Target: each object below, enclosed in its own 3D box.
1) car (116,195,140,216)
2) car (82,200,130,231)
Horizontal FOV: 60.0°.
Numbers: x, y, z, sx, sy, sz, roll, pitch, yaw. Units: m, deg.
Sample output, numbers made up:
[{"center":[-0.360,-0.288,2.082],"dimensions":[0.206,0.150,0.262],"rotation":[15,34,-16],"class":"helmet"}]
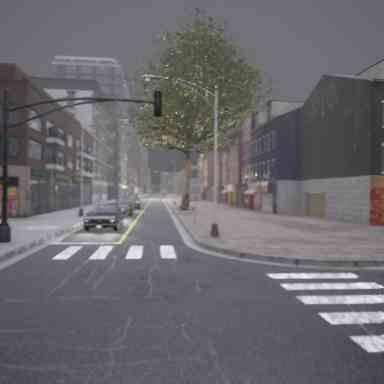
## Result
[{"center":[-6.160,1.332,29.797],"dimensions":[2.128,1.511,4.902],"rotation":[1,0,-6],"class":"car"},{"center":[-5.161,1.427,20.089],"dimensions":[2.033,1.411,5.357],"rotation":[1,0,-6],"class":"car"}]
